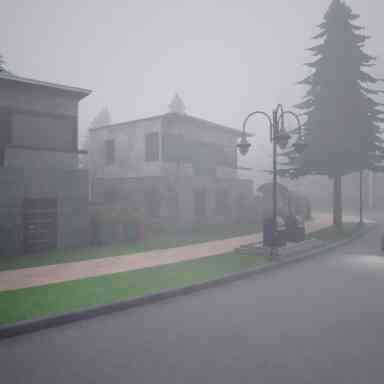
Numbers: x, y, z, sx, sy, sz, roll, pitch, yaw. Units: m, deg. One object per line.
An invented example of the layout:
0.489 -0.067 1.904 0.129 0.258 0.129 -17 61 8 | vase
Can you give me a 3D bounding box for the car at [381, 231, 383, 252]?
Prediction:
8.799 1.525 13.065 1.812 1.442 4.674 0 0 39 | car
